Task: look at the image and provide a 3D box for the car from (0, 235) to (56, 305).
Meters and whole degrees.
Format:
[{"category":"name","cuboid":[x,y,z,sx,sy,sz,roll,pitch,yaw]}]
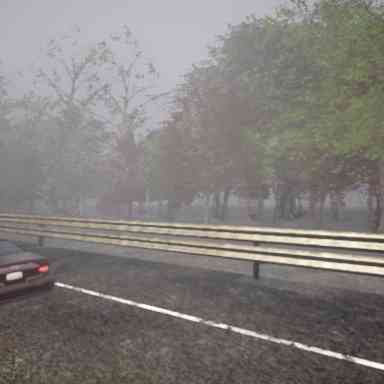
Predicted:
[{"category":"car","cuboid":[-5.364,1.646,7.666,5.357,1.411,2.033,-1,0,35]}]
